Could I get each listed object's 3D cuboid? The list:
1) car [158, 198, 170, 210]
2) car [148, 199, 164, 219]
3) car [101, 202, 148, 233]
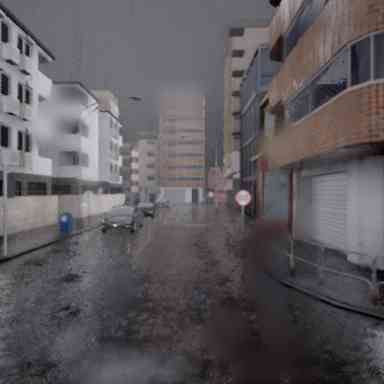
[{"bbox_3d":[-4.031,1.578,45.244,1.837,1.490,4.892,0,0,1],"label":"car"},{"bbox_3d":[-4.090,1.595,30.297,2.033,1.411,5.357,0,0,0],"label":"car"},{"bbox_3d":[-4.097,1.537,20.155,1.837,1.490,4.892,0,0,0],"label":"car"}]
